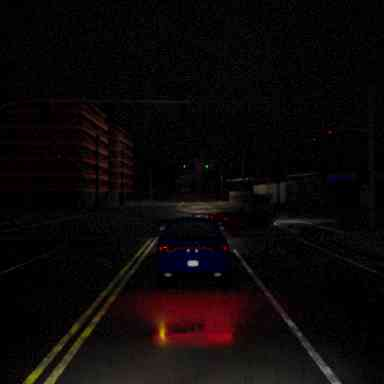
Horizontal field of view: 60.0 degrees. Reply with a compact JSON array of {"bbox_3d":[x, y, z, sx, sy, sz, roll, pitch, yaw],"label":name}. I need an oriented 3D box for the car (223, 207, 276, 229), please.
[{"bbox_3d":[3.439,1.651,21.914,4.718,1.301,1.895,0,0,-39],"label":"car"}]

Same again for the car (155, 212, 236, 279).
[{"bbox_3d":[0.006,1.505,10.139,1.882,1.535,5.008,0,0,0],"label":"car"}]
